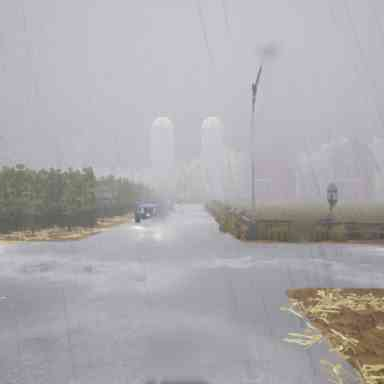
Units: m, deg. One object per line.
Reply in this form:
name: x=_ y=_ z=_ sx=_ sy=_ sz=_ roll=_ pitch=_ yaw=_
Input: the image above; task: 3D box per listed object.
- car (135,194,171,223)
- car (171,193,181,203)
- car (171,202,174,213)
car: x=-3.189 y=1.350 z=27.027 sx=2.150 sy=2.045 sz=5.566 roll=0 pitch=-1 yaw=0
car: x=-3.080 y=1.168 z=55.298 sx=2.150 sy=2.045 sz=5.566 roll=0 pitch=0 yaw=0
car: x=-3.172 y=1.775 z=40.219 sx=1.812 sy=1.442 sz=4.674 roll=0 pitch=0 yaw=0
